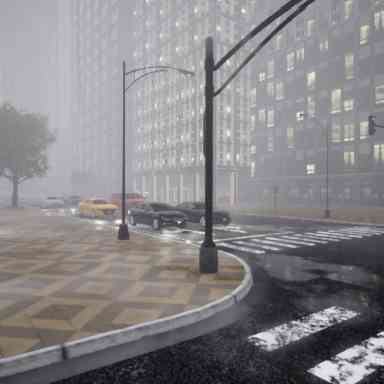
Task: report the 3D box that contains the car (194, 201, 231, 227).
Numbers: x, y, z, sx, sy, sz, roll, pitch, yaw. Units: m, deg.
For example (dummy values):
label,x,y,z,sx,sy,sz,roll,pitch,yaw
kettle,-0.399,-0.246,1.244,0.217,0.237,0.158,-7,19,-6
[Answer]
label,x,y,z,sx,sy,sz,roll,pitch,yaw
car,0.445,1.344,21.779,1.882,1.535,5.008,0,0,-37

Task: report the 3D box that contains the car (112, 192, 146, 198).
label,x,y,z,sx,sy,sz,roll,pitch,yaw
car,-5.581,1.008,29.868,2.150,2.045,5.566,0,0,-37

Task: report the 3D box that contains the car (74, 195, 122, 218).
label,x,y,z,sx,sy,sz,roll,pitch,yaw
car,-7.783,1.254,27.387,1.882,1.535,5.008,0,0,-37

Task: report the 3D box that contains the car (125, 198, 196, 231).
label,x,y,z,sx,sy,sz,roll,pitch,yaw
car,-2.129,1.357,19.793,1.837,1.490,4.892,0,0,-37

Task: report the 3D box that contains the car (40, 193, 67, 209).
label,x,y,z,sx,sy,sz,roll,pitch,yaw
car,-16.611,1.176,39.274,1.812,1.442,4.674,0,0,-36

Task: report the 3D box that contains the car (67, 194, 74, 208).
label,x,y,z,sx,sy,sz,roll,pitch,yaw
car,-15.043,1.127,42.623,1.882,1.535,5.008,0,0,-36

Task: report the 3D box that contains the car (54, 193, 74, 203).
label,x,y,z,sx,sy,sz,roll,pitch,yaw
car,-22.553,0.985,58.435,1.882,1.535,5.008,0,0,-37
